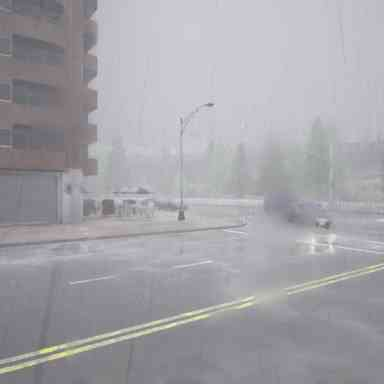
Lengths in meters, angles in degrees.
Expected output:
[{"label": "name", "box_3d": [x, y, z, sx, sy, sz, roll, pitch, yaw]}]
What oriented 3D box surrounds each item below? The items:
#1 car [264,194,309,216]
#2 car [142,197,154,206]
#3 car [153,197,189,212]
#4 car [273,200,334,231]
[{"label": "car", "box_3d": [8.809, 1.168, 29.096, 2.150, 2.045, 5.566, 0, 0, -35]}, {"label": "car", "box_3d": [-5.151, 1.492, 48.287, 2.033, 1.411, 5.357, 0, 0, -41]}, {"label": "car", "box_3d": [-2.235, 1.470, 38.608, 1.812, 1.442, 4.674, 0, 0, -36]}, {"label": "car", "box_3d": [7.066, 1.482, 20.855, 2.128, 1.511, 4.902, 0, 0, -4]}]
